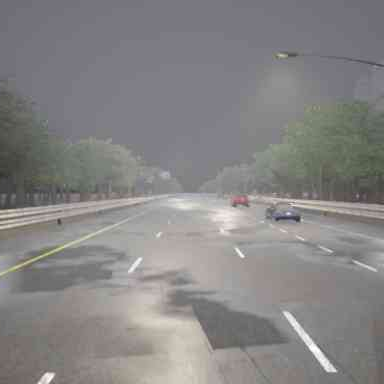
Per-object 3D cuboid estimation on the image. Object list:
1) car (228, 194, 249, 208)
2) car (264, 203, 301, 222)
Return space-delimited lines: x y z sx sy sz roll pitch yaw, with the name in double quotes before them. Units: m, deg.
"car" 7.056 1.242 49.482 2.150 2.045 5.566 0 0 0
"car" 7.026 1.569 26.168 1.994 1.385 4.181 0 0 0
